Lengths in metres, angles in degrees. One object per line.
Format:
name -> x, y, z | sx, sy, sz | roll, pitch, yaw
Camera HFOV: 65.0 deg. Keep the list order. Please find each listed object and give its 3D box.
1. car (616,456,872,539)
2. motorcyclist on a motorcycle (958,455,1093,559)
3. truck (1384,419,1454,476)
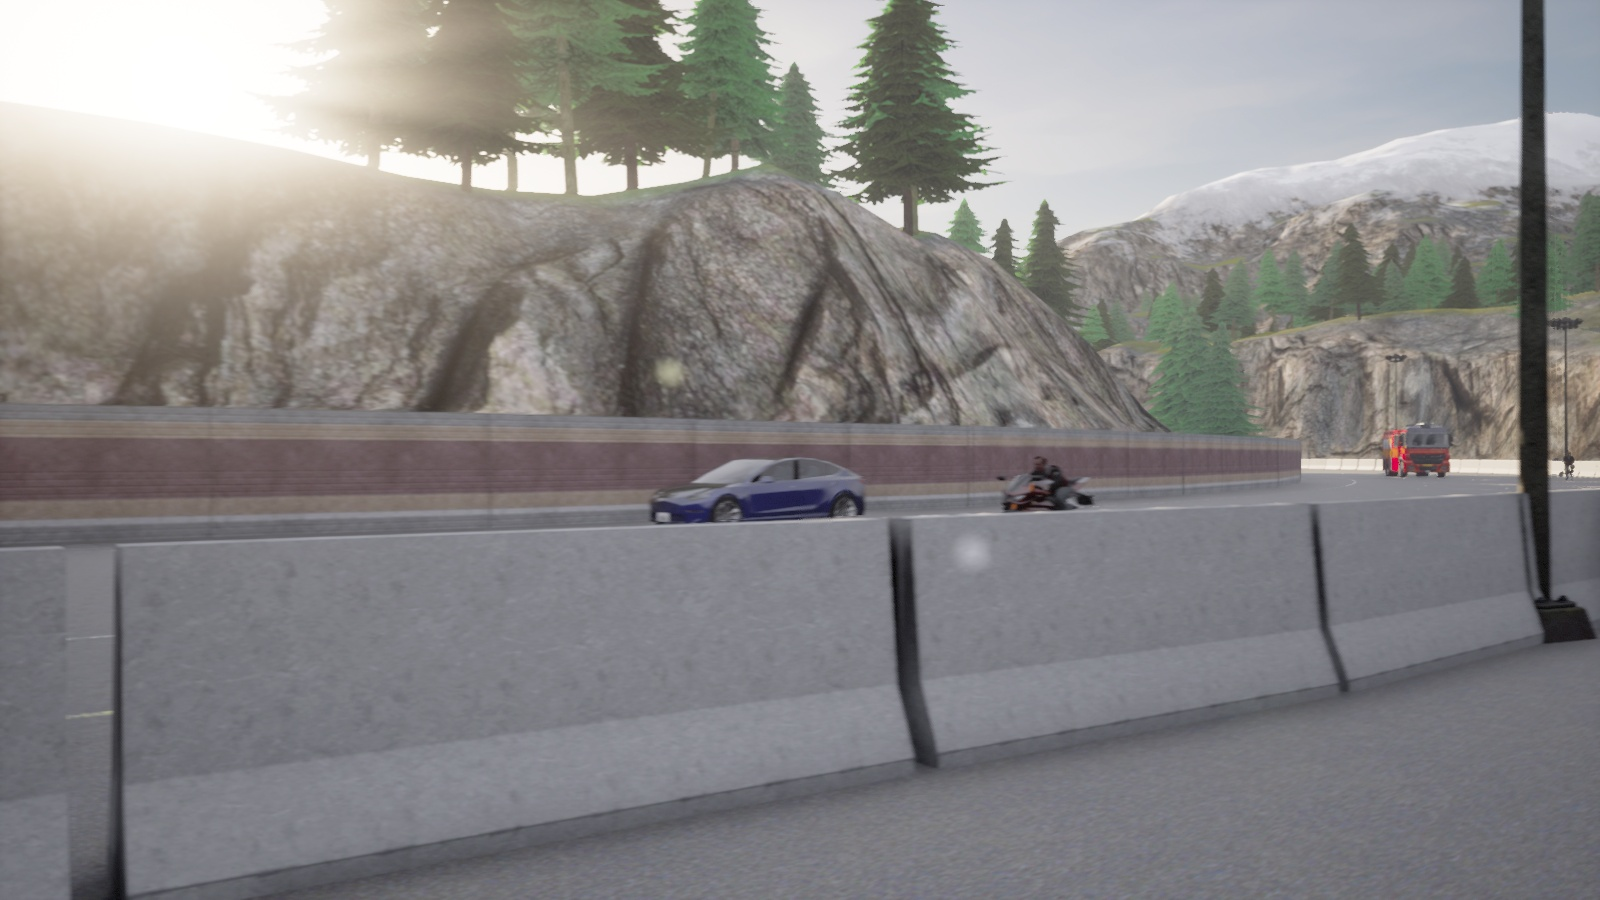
car -> -1.045, 0.865, 25.063 | 4.792, 1.488, 2.163 | 0, 0, -41
motorcyclist on a motorcycle -> 3.564, 0.860, 19.730 | 2.191, 1.530, 0.866 | 0, -1, -41
truck -> 43.374, -0.164, 88.283 | 2.891, 3.827, 8.468 | 0, 0, 15
